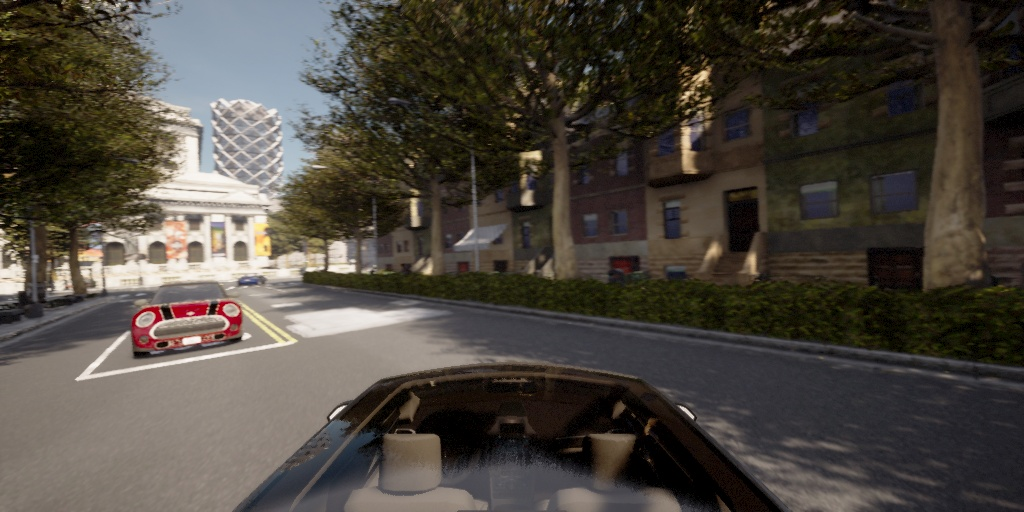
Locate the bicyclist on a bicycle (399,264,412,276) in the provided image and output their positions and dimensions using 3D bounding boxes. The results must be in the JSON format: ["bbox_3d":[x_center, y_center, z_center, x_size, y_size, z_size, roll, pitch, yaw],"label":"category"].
[{"bbox_3d":[-7.711,1.360,25.938,1.656,1.620,0.582,-3,0,-42],"label":"bicyclist on a bicycle"}]

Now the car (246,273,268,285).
[{"bbox_3d":[-28.917,2.576,40.026,1.994,1.385,4.181,-3,0,-22],"label":"car"}]

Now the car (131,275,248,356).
[{"bbox_3d":[-9.201,1.509,10.312,2.097,1.767,4.553,-3,0,-41],"label":"car"}]
